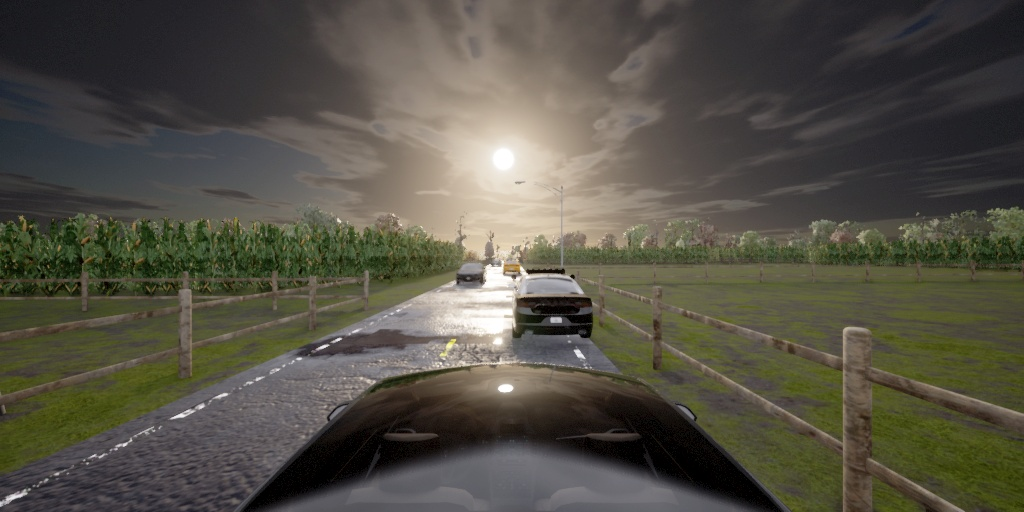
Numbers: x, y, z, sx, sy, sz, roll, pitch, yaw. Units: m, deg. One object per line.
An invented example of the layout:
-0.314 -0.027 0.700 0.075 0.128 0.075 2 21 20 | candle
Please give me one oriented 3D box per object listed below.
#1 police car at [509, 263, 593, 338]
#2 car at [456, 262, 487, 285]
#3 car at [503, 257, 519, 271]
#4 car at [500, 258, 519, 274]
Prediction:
0.943 1.175 10.292 1.930 1.638 5.238 0 0 0 | police car
-2.914 1.223 26.411 1.882 1.535 5.008 0 0 0 | car
-0.105 1.072 50.583 2.097 1.767 4.553 0 0 0 | car
-0.020 1.211 40.487 1.882 1.535 5.008 0 0 0 | car
